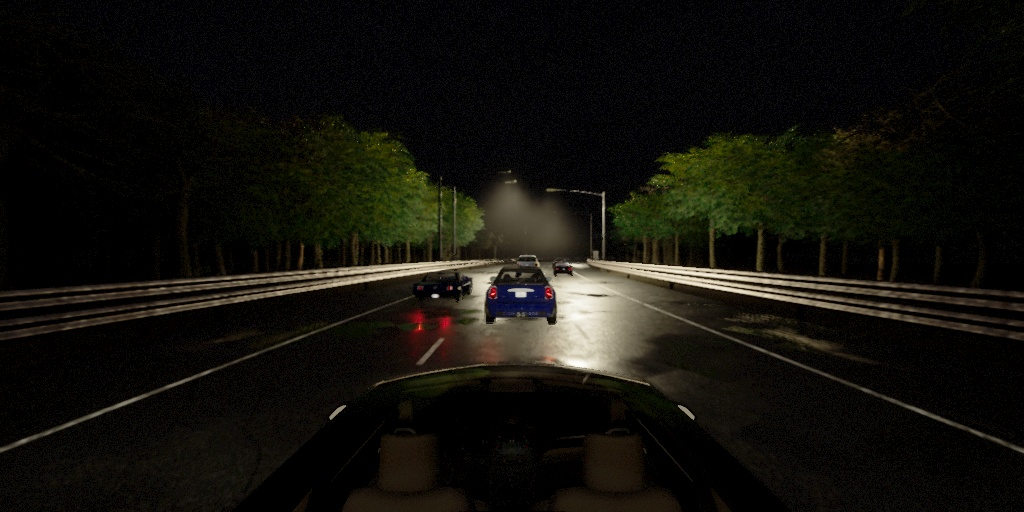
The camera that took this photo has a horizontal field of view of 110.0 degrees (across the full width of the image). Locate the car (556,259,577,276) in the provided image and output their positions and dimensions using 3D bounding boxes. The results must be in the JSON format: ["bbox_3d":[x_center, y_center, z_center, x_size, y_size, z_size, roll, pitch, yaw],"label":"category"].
[{"bbox_3d":[5.156,1.289,36.702,2.033,1.411,5.357,0,0,5],"label":"car"}]

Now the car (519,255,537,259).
[{"bbox_3d":[1.591,0.965,34.881,2.150,2.045,5.566,0,0,5],"label":"car"}]

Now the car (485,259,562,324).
[{"bbox_3d":[0.304,1.101,12.189,2.097,1.767,4.553,0,0,1],"label":"car"}]

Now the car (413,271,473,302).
[{"bbox_3d":[-3.048,1.345,16.880,1.895,1.301,4.718,0,0,2],"label":"car"}]
